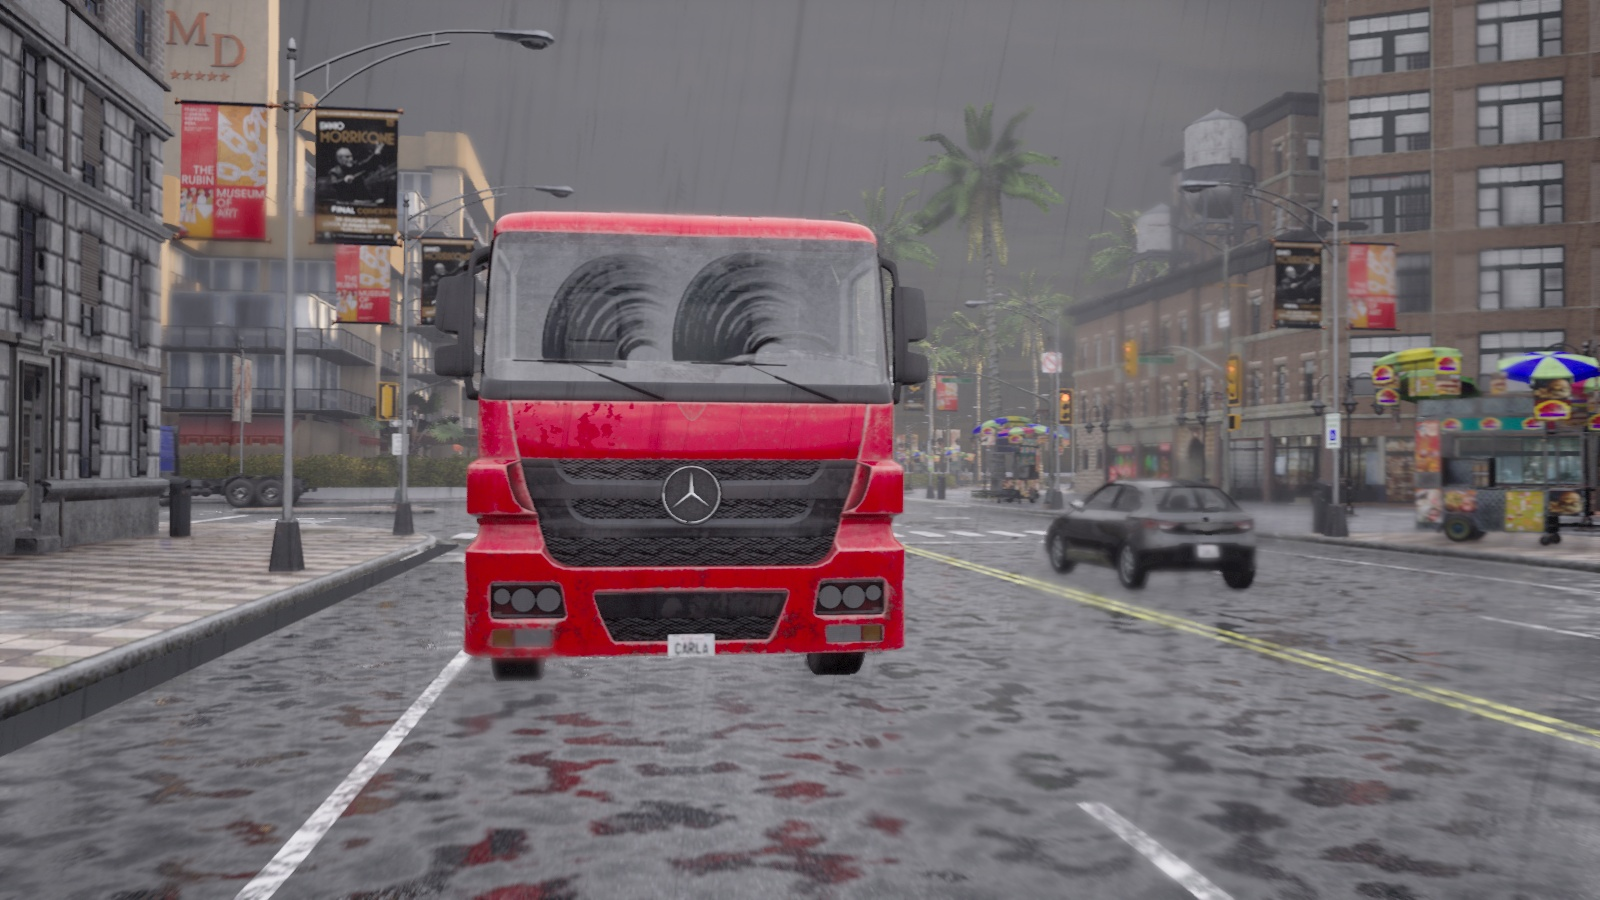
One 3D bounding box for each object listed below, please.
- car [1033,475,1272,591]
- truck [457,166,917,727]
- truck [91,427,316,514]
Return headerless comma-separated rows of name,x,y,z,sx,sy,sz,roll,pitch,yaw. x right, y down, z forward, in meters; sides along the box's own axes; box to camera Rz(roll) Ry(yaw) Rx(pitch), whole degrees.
car,4.980,1.112,18.406,1.816,1.474,4.193,0,-1,-8
truck,-1.239,0.038,11.878,2.891,3.462,7.936,0,-1,-8
truck,-24.579,0.830,52.135,7.936,3.462,2.891,0,-1,-9
